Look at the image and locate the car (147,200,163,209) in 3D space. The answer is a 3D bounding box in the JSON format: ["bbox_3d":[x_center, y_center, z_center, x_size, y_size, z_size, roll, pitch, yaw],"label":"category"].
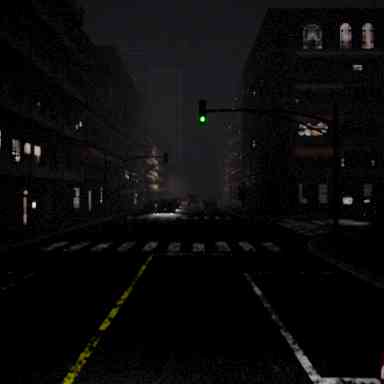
[{"bbox_3d":[-5.577,1.881,50.526,1.947,1.339,4.313,0,0,0],"label":"car"}]

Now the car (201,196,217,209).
[{"bbox_3d":[2.802,1.755,50.502,1.967,1.590,4.097,-1,0,0],"label":"car"}]

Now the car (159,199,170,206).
[{"bbox_3d":[-5.537,2.008,67.110,1.802,1.307,4.206,-1,0,0],"label":"car"}]

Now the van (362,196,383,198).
[{"bbox_3d":[15.706,1.198,27.046,3.998,1.788,1.690,-1,1,-1],"label":"van"}]

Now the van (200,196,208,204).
[{"bbox_3d":[2.868,1.845,78.141,1.690,1.788,3.998,-1,0,0],"label":"van"}]

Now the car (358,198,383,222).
[{"bbox_3d":[15.096,1.378,24.464,4.892,1.490,1.837,-1,0,-1],"label":"car"}]

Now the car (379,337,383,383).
[{"bbox_3d":[2.686,1.554,1.503,1.887,1.381,4.507,0,0,0],"label":"car"}]

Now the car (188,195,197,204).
[{"bbox_3d":[0.190,1.736,79.142,2.150,2.045,5.566,0,0,0],"label":"car"}]

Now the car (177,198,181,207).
[{"bbox_3d":[-2.971,1.873,49.700,1.994,1.385,4.181,0,0,0],"label":"car"}]

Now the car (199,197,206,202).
[{"bbox_3d":[2.910,2.167,94.724,1.887,1.381,4.507,-1,0,0],"label":"car"}]

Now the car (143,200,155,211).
[{"bbox_3d":[-5.589,1.829,44.999,2.008,1.369,4.403,0,0,0],"label":"car"}]

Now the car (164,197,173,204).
[{"bbox_3d":[-5.511,2.027,77.996,1.752,1.417,4.829,-1,0,0],"label":"car"}]

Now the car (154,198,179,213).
[{"bbox_3d":[-3.000,1.807,39.750,1.994,1.385,4.181,0,0,1],"label":"car"}]

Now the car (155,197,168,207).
[{"bbox_3d":[-5.551,1.829,61.583,1.967,1.590,4.097,-1,0,0],"label":"car"}]

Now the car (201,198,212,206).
[{"bbox_3d":[2.844,1.978,67.084,2.008,1.369,4.403,-1,0,0],"label":"car"}]

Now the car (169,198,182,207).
[{"bbox_3d":[-2.923,1.883,60.039,1.837,1.490,4.892,0,0,1],"label":"car"}]

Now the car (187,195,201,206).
[{"bbox_3d":[0.257,1.632,64.480,2.150,2.045,5.566,0,0,0],"label":"car"}]
